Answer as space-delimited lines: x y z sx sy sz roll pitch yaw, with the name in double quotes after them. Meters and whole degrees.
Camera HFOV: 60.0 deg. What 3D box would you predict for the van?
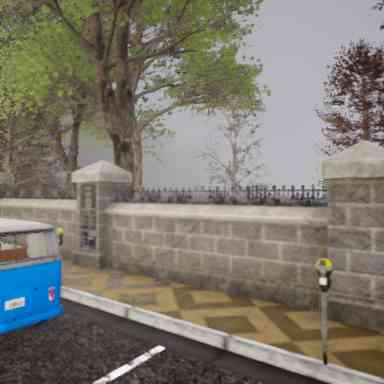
-3.948 1.298 5.686 3.998 1.788 1.690 0 0 35 "van"
